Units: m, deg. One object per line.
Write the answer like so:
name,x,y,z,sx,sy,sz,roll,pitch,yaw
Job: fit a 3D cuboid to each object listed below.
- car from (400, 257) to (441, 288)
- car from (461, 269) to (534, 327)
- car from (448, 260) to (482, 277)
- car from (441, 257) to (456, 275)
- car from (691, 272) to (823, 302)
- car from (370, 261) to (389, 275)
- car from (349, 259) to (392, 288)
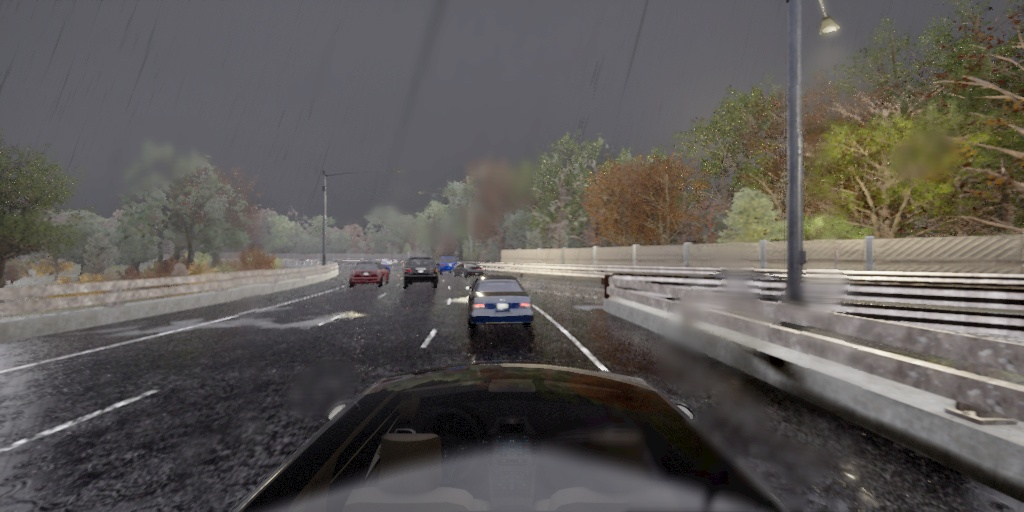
car,-6.264,1.067,24.955,2.150,2.045,5.566,0,0,-12
car,-0.518,1.338,11.674,2.033,1.411,5.357,0,0,-6
car,-4.342,1.406,34.793,1.837,1.490,4.892,-1,0,-27
car,-7.711,1.134,41.638,2.150,2.045,5.566,0,0,-21
car,8.832,1.358,14.298,2.033,1.411,5.357,0,0,-44
car,-16.313,1.403,44.119,1.882,1.535,5.008,0,0,-24
car,-9.973,1.200,25.346,2.097,1.767,4.553,0,0,-13
